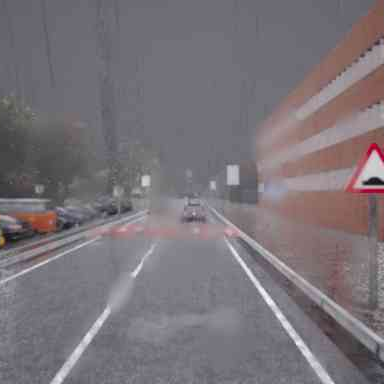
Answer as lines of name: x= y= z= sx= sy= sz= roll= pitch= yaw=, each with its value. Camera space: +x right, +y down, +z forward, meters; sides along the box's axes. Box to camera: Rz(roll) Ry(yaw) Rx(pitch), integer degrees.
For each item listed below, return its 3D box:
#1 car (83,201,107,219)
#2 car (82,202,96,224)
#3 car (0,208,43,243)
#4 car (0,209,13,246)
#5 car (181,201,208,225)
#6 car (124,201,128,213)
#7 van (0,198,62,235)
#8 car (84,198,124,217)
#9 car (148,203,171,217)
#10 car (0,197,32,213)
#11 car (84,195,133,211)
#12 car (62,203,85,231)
car: x=-9.407 y=1.646 z=25.765 sx=4.674 sy=1.452 sz=2.002 roll=0 pitch=0 yaw=0
car: x=-9.404 y=1.631 z=22.939 sx=4.674 sy=1.452 sz=2.002 roll=0 pitch=0 yaw=0
car: x=-9.375 y=1.584 z=14.462 sx=4.674 sy=1.452 sz=2.002 roll=0 pitch=0 yaw=0
car: x=-9.556 y=1.526 z=11.637 sx=5.366 sy=1.575 sz=1.946 roll=0 pitch=0 yaw=0
car: x=0.164 y=1.639 z=24.202 sx=2.033 sy=1.411 sz=5.357 roll=0 pitch=-4 yaw=0
car: x=-9.431 y=1.686 z=34.244 sx=4.674 sy=1.452 sz=2.002 roll=0 pitch=0 yaw=0
van: x=-9.503 y=1.334 z=17.289 sx=4.442 sy=1.987 sz=1.878 roll=0 pitch=0 yaw=0
car: x=-9.420 y=1.634 z=31.416 sx=5.008 sy=1.535 sz=2.097 roll=0 pitch=0 yaw=0
car: x=-3.226 y=1.792 z=33.568 sx=1.994 sy=1.385 sz=4.181 roll=0 pitch=0 yaw=0
car: x=-21.959 y=1.535 z=39.777 sx=4.553 sy=1.767 sz=2.185 roll=0 pitch=-1 yaw=0
car: x=-9.413 y=1.406 z=37.070 sx=5.566 sy=2.045 sz=2.435 roll=0 pitch=0 yaw=0
car: x=-9.364 y=1.605 z=20.114 sx=4.792 sy=1.488 sz=2.163 roll=0 pitch=0 yaw=0
